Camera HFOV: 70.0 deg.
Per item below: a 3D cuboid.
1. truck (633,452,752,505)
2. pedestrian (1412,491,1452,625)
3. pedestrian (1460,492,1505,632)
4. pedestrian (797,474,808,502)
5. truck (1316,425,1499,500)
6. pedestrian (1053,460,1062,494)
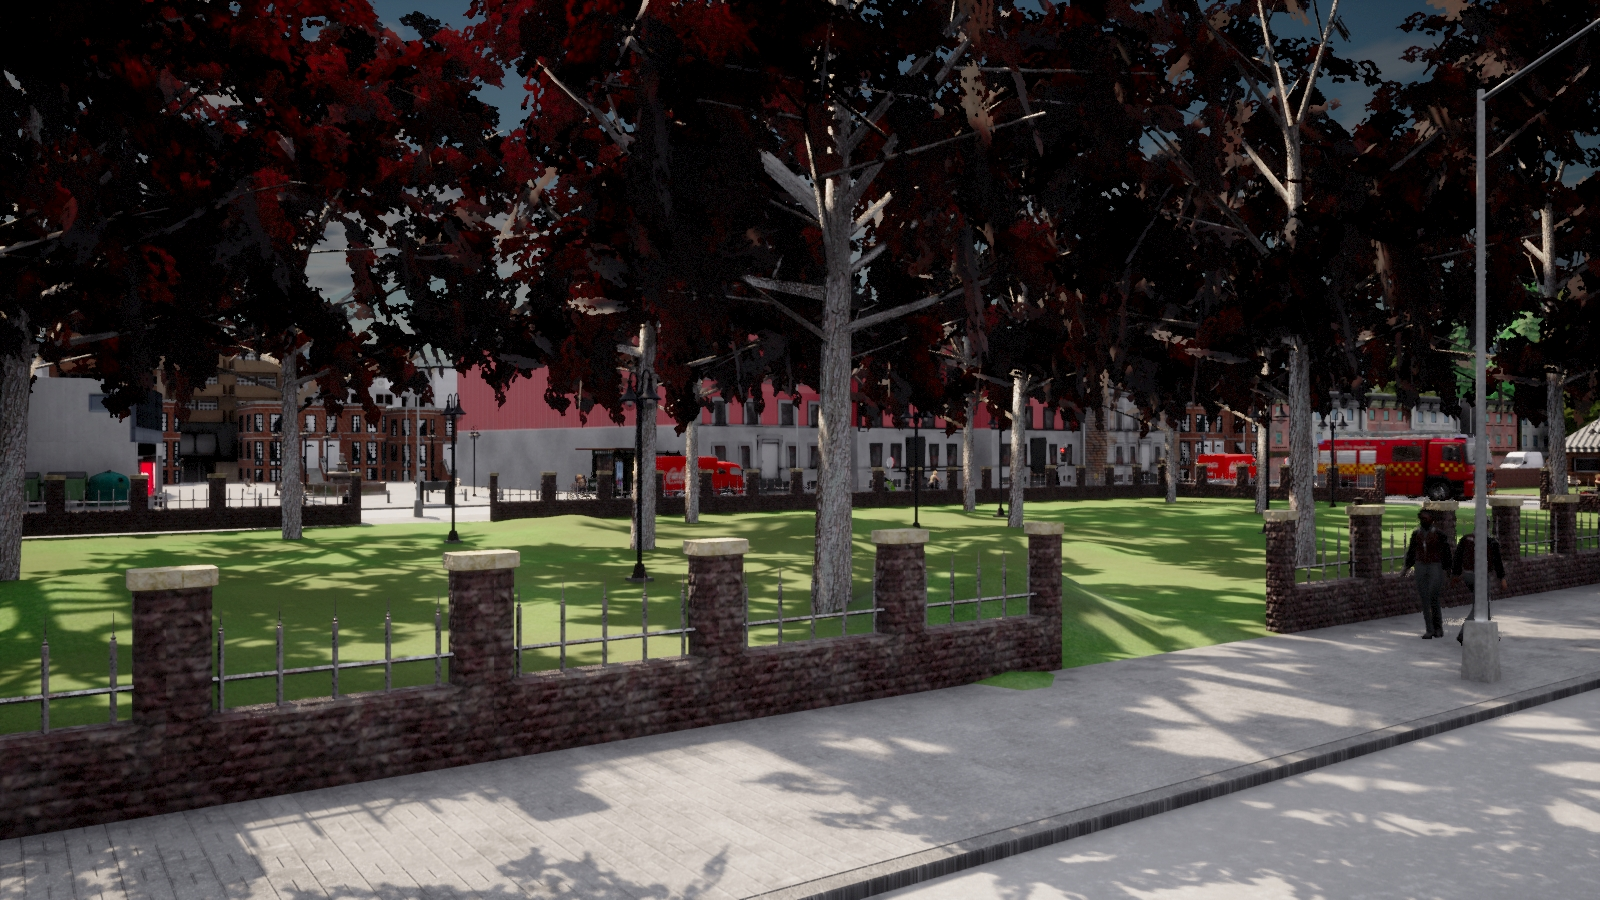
[{"bbox_3d":[-5.247,1.337,56.021,5.204,2.467,2.627,0,0,-35],"label":"truck"},{"bbox_3d":[8.969,1.518,16.213,0.375,1.860,0.375,0,0,-39],"label":"pedestrian"},{"bbox_3d":[9.336,1.516,15.632,0.375,1.860,0.375,0,0,-24],"label":"pedestrian"},{"bbox_3d":[0.122,1.791,53.907,0.375,1.300,0.375,0,0,-35],"label":"pedestrian"},{"bbox_3d":[33.027,0.645,62.553,2.891,3.827,8.468,0,0,-34],"label":"truck"},{"bbox_3d":[14.410,1.505,63.922,0.375,1.860,0.375,0,0,-35],"label":"pedestrian"}]
